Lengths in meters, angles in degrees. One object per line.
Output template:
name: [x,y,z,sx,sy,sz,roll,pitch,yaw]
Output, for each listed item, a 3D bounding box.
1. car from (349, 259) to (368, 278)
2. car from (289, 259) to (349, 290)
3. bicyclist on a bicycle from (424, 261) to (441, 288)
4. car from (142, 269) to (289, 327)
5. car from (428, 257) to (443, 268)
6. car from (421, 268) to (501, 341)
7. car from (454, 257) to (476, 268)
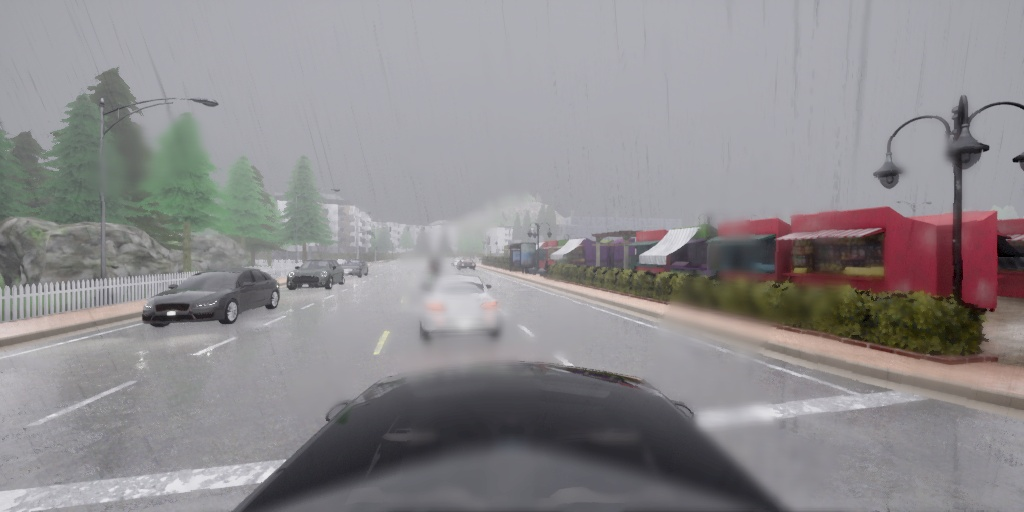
car: [-13.564,1.032,30.683,2.128,1.511,4.902,0,0,-13]
car: [-11.374,0.965,21.059,2.097,1.767,4.553,0,0,-13]
bicyclist on a bicycle: [-4.293,1.078,19.589,0.582,1.620,1.656,0,1,25]
car: [-9.179,1.190,11.457,1.837,1.490,4.892,0,0,-13]
car: [-10.814,0.897,50.793,1.837,1.490,4.892,0,0,-13]
car: [-1.468,1.225,9.737,1.812,1.442,4.674,0,0,-12]
car: [-5.587,1.046,43.729,1.895,1.301,4.718,0,0,-13]
